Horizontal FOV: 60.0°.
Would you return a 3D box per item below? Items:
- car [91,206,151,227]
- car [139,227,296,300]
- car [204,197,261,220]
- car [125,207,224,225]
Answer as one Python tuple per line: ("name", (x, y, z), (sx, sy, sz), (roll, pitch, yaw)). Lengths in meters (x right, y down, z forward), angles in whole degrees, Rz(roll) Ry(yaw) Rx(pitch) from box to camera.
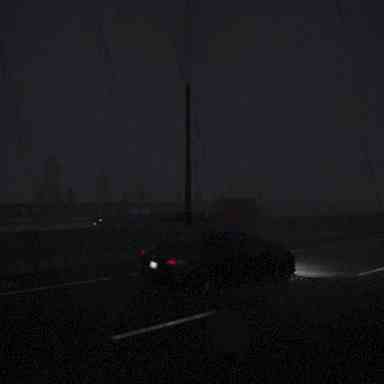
("car", (-3.993, 1.649, 22.648), (5.357, 1.411, 2.033), (1, 0, -36))
("car", (0.766, 1.620, 8.608), (4.181, 1.385, 1.994), (1, 0, -35))
("car", (2.299, 1.375, 22.842), (5.566, 2.045, 2.150), (1, 0, -36))
("car", (-0.795, 1.654, 16.328), (4.181, 1.385, 1.994), (1, 0, -36))
